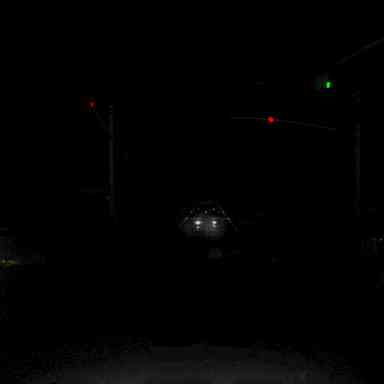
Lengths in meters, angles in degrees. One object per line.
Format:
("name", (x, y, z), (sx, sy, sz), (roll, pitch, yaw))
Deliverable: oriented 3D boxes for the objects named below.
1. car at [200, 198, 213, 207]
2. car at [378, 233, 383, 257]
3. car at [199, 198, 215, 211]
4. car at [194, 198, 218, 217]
("car", (2.285, 1.566, 50.821), (1.895, 1.301, 4.718), (0, 0, 3))
("car", (8.108, 1.552, 10.188), (4.181, 1.385, 1.994), (0, 0, 4))
("car", (1.792, 1.470, 40.684), (1.837, 1.490, 4.892), (0, 0, 3))
("car", (1.361, 1.491, 31.529), (1.812, 1.442, 4.674), (0, 0, 3))
